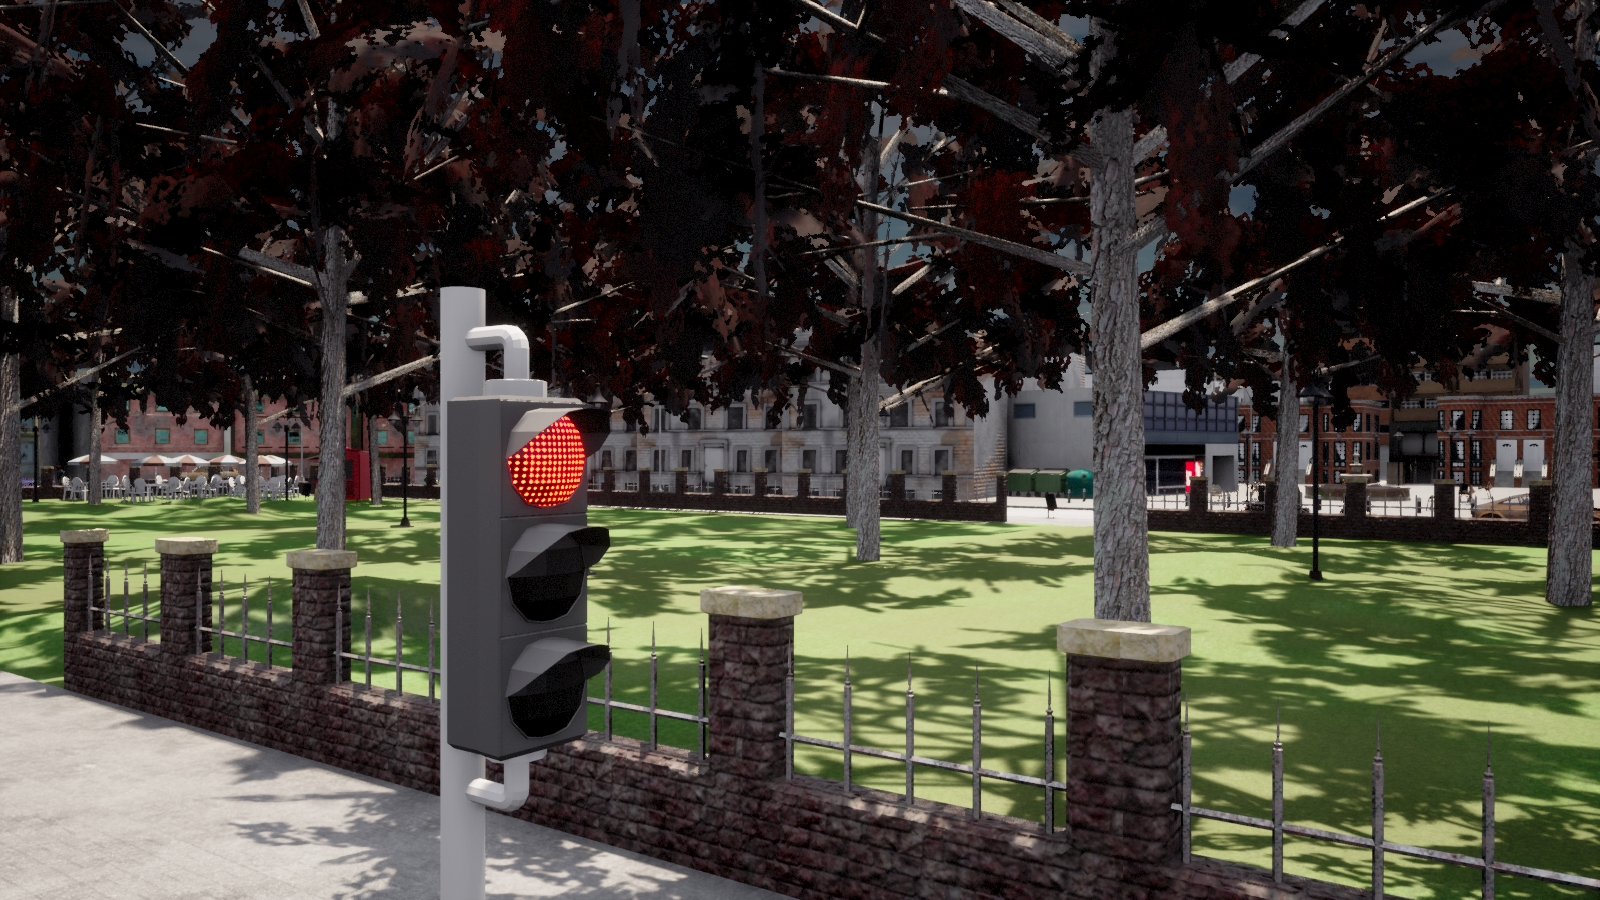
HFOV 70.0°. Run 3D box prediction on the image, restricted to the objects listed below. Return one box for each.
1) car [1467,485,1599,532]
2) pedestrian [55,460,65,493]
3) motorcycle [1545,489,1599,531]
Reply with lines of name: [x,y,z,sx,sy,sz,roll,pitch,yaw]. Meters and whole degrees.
car: [24.491,1.899,37.604,4.181,1.385,1.994,0,0,37]
pedestrian: [-42.575,1.525,65.744,0.375,1.860,0.375,0,0,34]
motorcycle: [25.489,1.950,36.881,2.356,1.277,0.764,0,0,36]
